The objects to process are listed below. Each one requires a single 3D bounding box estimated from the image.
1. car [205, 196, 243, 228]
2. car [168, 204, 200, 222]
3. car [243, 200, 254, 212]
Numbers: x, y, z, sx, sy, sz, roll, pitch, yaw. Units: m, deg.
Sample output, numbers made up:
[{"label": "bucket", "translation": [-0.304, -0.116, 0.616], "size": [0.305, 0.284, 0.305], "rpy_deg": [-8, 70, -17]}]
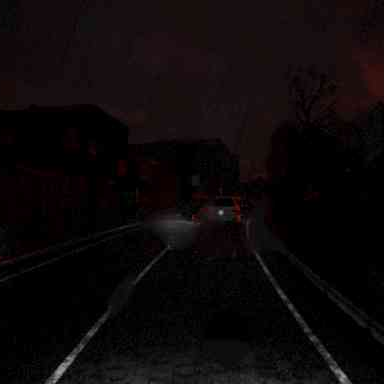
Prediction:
[{"label": "car", "translation": [2.167, 1.295, 22.656], "size": [2.150, 2.045, 5.566], "rpy_deg": [-1, 0, 9]}, {"label": "car", "translation": [-0.594, 1.711, 27.896], "size": [1.994, 1.385, 4.181], "rpy_deg": [-1, 0, 12]}, {"label": "car", "translation": [6.497, 1.640, 40.926], "size": [2.033, 1.411, 5.357], "rpy_deg": [-2, 0, 17]}]
